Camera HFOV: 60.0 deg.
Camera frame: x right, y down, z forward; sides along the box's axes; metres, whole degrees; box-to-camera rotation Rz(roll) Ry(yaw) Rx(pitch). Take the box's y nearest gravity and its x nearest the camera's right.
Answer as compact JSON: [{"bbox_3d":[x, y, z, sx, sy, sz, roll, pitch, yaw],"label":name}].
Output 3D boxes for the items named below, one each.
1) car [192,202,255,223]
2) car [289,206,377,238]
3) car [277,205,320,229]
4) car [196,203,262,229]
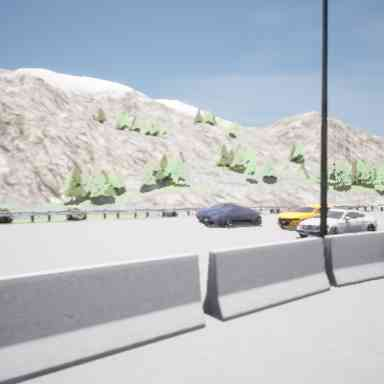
[{"bbox_3d":[2.523,1.558,26.069,4.674,1.442,1.812,0,0,-29],"label":"car"},{"bbox_3d":[7.400,1.587,16.767,4.674,1.442,1.812,0,0,-30],"label":"car"},{"bbox_3d":[7.617,1.543,20.920,5.008,1.535,1.882,0,0,-29],"label":"car"},{"bbox_3d":[2.632,1.595,22.075,4.181,1.385,1.994,0,0,-30],"label":"car"}]
